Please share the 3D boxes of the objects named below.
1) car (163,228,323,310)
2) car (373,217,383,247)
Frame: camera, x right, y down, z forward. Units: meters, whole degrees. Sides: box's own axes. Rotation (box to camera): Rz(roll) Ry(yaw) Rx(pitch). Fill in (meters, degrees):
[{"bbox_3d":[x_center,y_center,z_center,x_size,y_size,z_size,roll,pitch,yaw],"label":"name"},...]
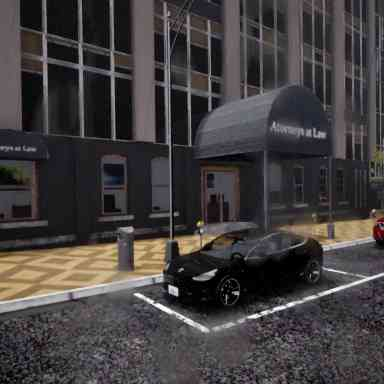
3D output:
[{"bbox_3d":[1.370,1.564,7.847,4.313,1.339,1.947,0,-1,-37],"label":"car"},{"bbox_3d":[9.642,1.310,14.054,5.009,1.841,2.192,0,-1,-37],"label":"car"}]
